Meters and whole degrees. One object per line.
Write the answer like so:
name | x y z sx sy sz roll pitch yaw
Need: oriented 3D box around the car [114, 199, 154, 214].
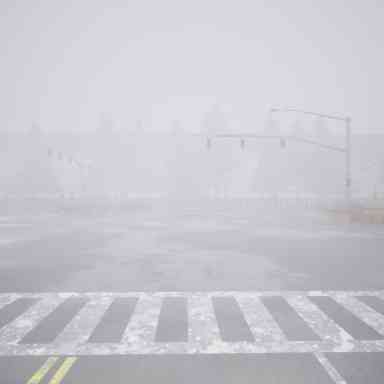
car | -6.559 1.477 34.869 5.008 1.535 1.882 0 0 -2

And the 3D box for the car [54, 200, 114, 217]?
car | -10.328 1.477 31.252 5.008 1.535 1.882 0 0 -2

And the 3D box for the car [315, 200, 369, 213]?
car | 16.082 1.547 35.560 5.357 1.411 2.033 0 0 -2
